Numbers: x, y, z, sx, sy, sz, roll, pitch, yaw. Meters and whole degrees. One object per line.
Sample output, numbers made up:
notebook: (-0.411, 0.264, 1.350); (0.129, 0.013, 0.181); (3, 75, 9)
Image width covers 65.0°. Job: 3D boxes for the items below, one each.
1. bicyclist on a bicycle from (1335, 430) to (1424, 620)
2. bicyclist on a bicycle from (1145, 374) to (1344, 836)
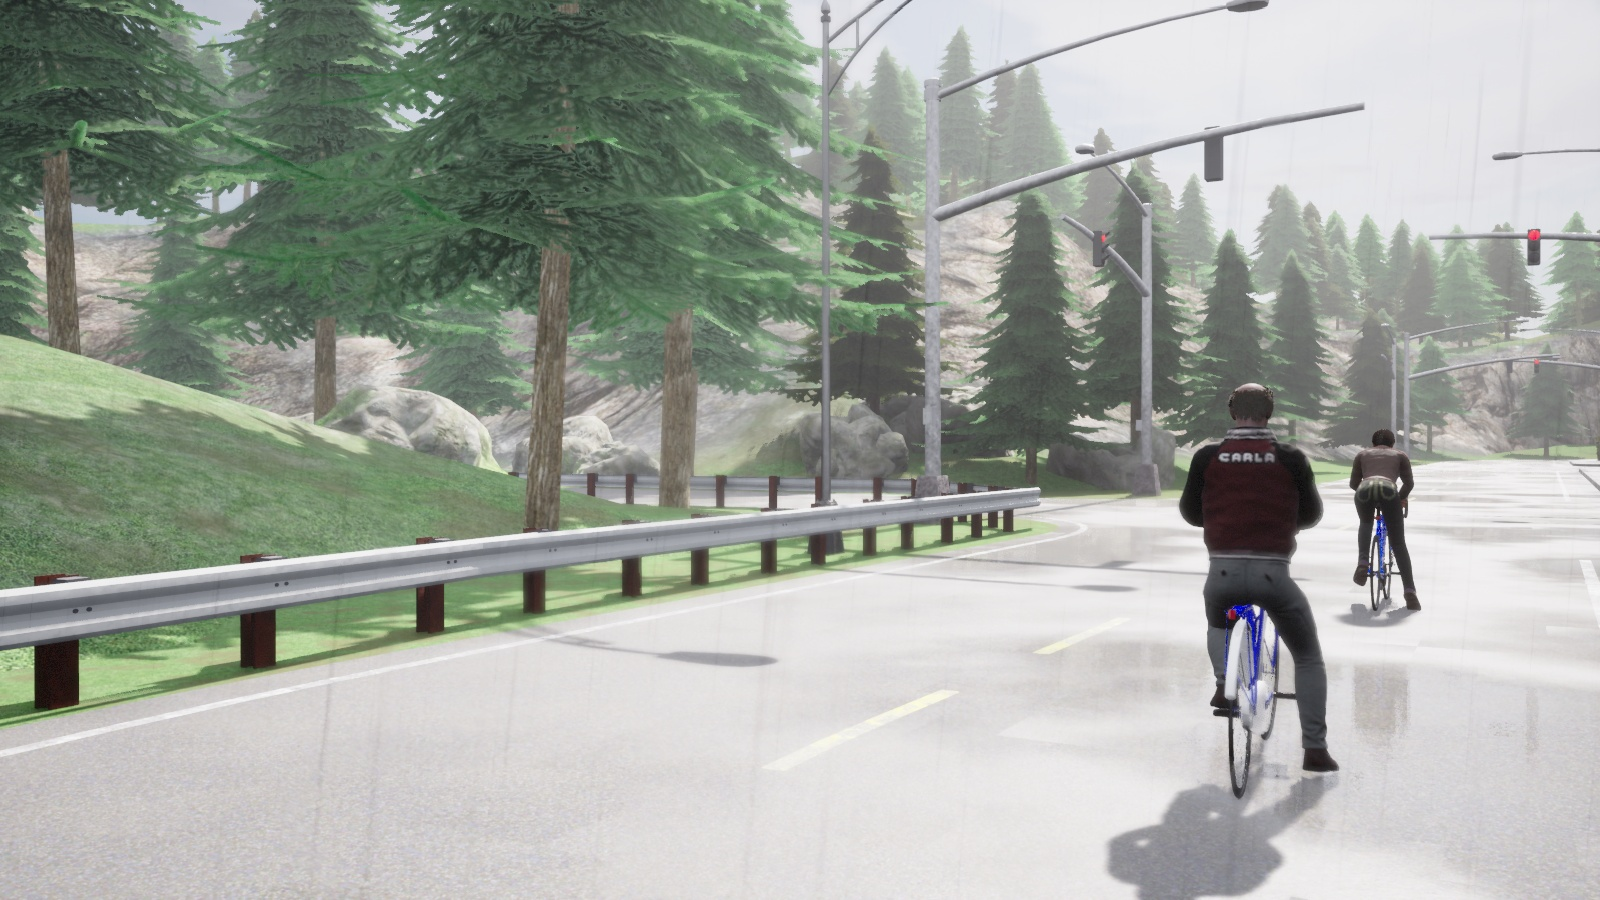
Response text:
bicyclist on a bicycle: (5.347, 0.638, 11.548); (0.582, 1.620, 1.656); (0, 0, 30)
bicyclist on a bicycle: (2.104, 0.586, 5.788); (0.659, 1.776, 1.843); (0, 1, 26)
